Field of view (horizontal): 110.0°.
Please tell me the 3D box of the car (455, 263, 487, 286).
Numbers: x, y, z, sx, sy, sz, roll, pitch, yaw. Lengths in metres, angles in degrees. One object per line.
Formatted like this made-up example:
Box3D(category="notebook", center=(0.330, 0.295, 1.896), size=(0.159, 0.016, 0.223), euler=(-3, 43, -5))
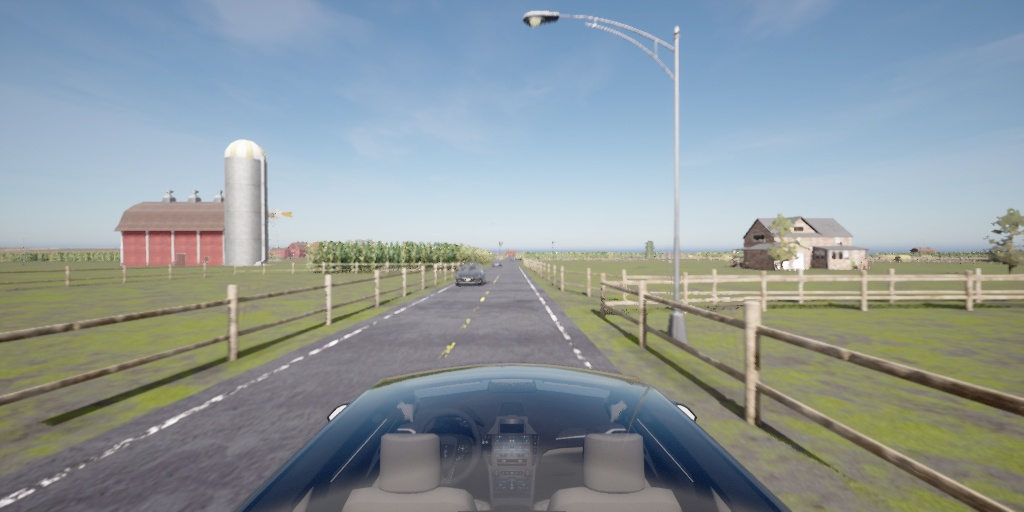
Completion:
Box3D(category="car", center=(-2.847, 1.299, 25.440), size=(1.837, 1.490, 4.892), euler=(0, 0, 0))
